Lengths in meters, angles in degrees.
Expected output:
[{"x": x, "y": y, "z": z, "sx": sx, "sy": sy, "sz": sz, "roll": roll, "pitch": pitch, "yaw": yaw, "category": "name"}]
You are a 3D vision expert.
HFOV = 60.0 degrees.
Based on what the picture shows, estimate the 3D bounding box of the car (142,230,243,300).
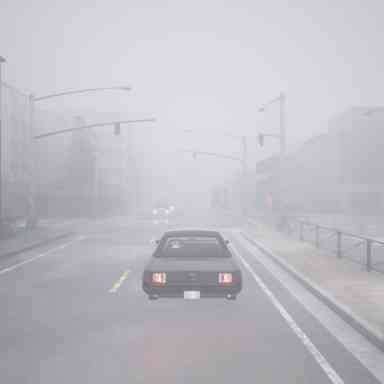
[{"x": 0.009, "y": 1.601, "z": 8.329, "sx": 1.895, "sy": 1.301, "sz": 4.718, "roll": 0, "pitch": 0, "yaw": 0, "category": "car"}]

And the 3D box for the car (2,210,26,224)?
[{"x": -15.280, "y": 1.724, "z": 24.474, "sx": 5.357, "sy": 1.411, "sz": 2.033, "roll": 0, "pitch": 0, "yaw": -1, "category": "car"}]

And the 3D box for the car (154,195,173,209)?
[{"x": -3.903, "y": 1.505, "z": 44.338, "sx": 1.837, "sy": 1.490, "sz": 4.892, "roll": 0, "pitch": 0, "yaw": 0, "category": "car"}]

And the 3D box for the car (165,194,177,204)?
[{"x": -3.990, "y": 1.352, "z": 64.170, "sx": 2.097, "sy": 1.767, "sz": 4.553, "roll": 0, "pitch": 0, "yaw": 0, "category": "car"}]

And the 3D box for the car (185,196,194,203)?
[{"x": -0.458, "y": 1.492, "z": 66.611, "sx": 2.128, "sy": 1.511, "sz": 4.902, "roll": 0, "pitch": 0, "yaw": 0, "category": "car"}]

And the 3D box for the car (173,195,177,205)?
[{"x": -3.963, "y": 1.601, "z": 54.349, "sx": 1.895, "sy": 1.301, "sz": 4.718, "roll": 0, "pitch": 0, "yaw": 0, "category": "car"}]
